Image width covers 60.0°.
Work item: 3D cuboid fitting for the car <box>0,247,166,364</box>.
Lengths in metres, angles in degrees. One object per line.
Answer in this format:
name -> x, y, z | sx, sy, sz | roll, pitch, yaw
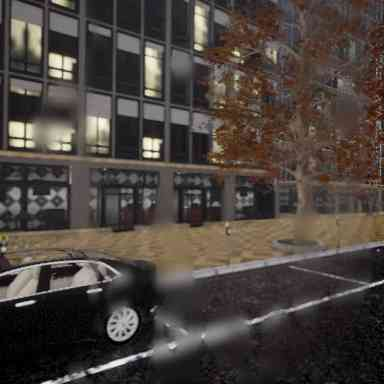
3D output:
car -> -2.485, 1.556, 4.784 | 4.403, 1.369, 2.008 | 1, 0, -35
